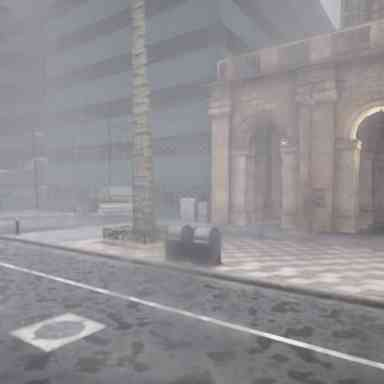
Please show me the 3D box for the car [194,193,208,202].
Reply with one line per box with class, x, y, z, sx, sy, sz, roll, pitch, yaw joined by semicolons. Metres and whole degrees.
car;1.993;0.908;28.529;5.566;2.045;2.435;1;0;35
